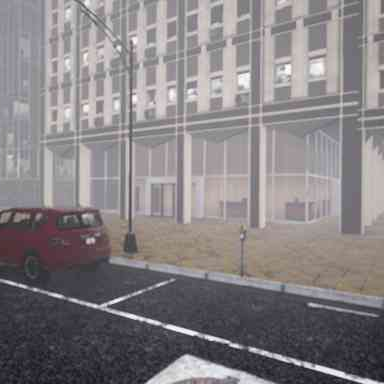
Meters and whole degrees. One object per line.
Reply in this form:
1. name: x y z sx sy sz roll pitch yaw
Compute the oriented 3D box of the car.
1. car: -4.549 1.313 9.674 5.009 1.841 2.192 0 1 33
